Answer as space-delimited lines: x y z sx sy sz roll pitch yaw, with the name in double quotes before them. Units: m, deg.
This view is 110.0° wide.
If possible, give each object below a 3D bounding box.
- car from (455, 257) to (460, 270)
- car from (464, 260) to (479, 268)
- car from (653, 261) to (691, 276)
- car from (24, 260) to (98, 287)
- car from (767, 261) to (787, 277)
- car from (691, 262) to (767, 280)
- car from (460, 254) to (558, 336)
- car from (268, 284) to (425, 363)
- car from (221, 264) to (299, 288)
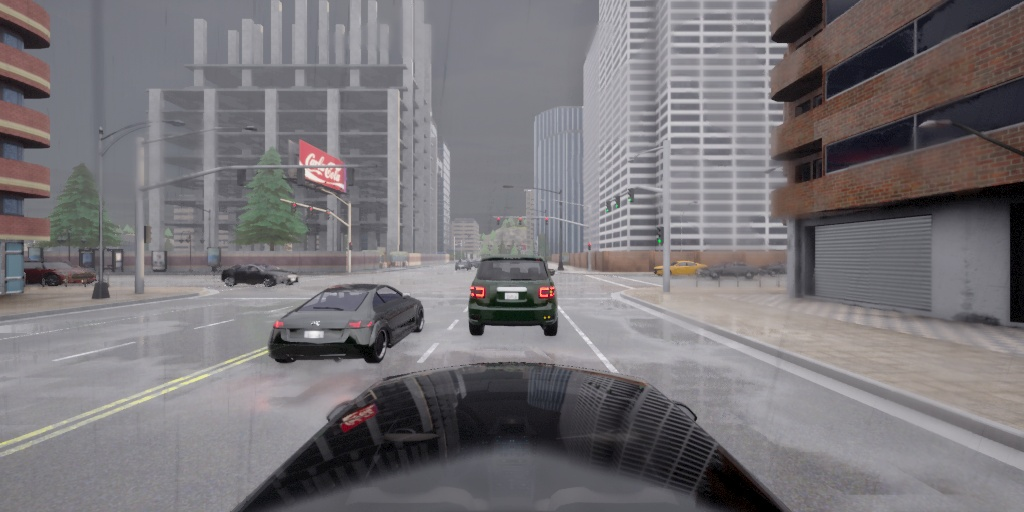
"car" -6.838 1.241 50.685 2.128 1.511 4.902 0 0 0
"car" -6.771 1.314 59.795 1.994 1.385 4.181 0 0 1
"car" 16.294 1.228 34.746 5.008 1.535 1.882 0 0 0
"car" -30.918 1.101 24.048 4.553 1.767 2.097 0 0 0
"car" 26.230 1.241 34.736 4.902 1.511 2.128 0 0 0
"car" 18.772 1.241 31.245 4.902 1.511 2.128 0 0 0
"car" 0.099 0.971 10.537 2.150 2.045 5.566 0 0 2
"car" -3.377 1.314 8.149 1.994 1.385 4.181 0 0 0
"car" -16.354 1.242 23.359 4.902 1.511 2.128 0 0 11
